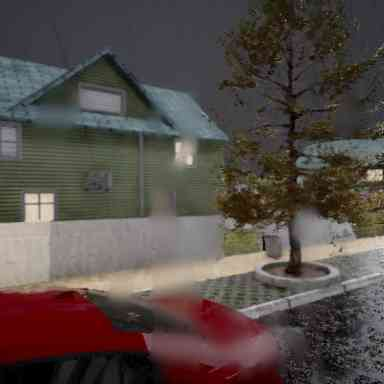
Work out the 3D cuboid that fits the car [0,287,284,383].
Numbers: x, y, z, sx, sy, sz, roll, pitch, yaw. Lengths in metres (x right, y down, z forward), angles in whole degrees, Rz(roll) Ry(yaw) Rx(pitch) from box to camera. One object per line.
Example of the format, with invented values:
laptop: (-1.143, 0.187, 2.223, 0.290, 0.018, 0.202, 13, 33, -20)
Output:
car: (-1.598, 1.475, 1.929, 5.008, 1.535, 1.882, 1, 0, -36)
